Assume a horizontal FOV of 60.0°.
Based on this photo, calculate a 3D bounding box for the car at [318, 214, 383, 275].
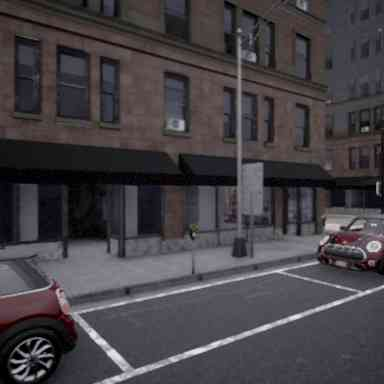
[{"bbox_3d":[5.706,1.437,10.263,4.097,1.590,1.967,0,0,-36],"label":"car"}]

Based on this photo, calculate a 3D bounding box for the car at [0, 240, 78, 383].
[{"bbox_3d":[-3.543,1.440,3.660,4.097,1.590,1.967,0,0,-36],"label":"car"}]
